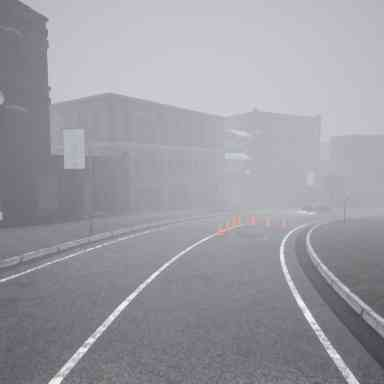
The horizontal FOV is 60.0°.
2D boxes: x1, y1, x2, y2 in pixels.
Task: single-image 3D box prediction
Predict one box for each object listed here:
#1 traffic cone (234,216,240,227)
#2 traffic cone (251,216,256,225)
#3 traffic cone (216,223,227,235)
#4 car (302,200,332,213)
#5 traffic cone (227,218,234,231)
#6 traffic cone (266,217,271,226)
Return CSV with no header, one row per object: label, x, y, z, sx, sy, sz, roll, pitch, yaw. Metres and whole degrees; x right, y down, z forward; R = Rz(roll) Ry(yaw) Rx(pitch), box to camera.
traffic cone,2.662,1.925,21.142,0.340,0.580,0.340,2,1,17
traffic cone,4.206,1.958,22.744,0.340,0.580,0.340,2,1,17
traffic cone,1.462,1.925,17.327,0.340,0.580,0.340,2,0,17
car,15.126,1.727,40.186,4.181,1.385,1.994,2,2,-40
traffic cone,2.062,1.926,19.235,0.340,0.580,0.340,2,1,18
traffic cone,5.160,1.994,22.449,0.340,0.580,0.340,2,1,17
